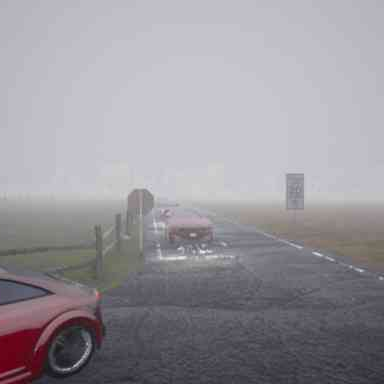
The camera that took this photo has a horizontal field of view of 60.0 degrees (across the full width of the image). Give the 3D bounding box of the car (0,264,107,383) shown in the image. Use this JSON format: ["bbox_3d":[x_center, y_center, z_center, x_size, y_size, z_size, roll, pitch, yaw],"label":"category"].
[{"bbox_3d":[-3.091,1.545,3.645,1.994,1.385,4.181,0,0,44],"label":"car"}]

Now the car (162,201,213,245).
[{"bbox_3d":[-0.267,1.430,15.737,1.882,1.535,5.008,0,0,-7],"label":"car"}]

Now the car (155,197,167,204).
[{"bbox_3d":[-4.146,1.347,46.218,2.033,1.411,5.357,0,0,-7],"label":"car"}]

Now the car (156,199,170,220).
[{"bbox_3d":[-1.777,1.493,27.630,1.895,1.301,4.718,0,0,-7],"label":"car"}]
